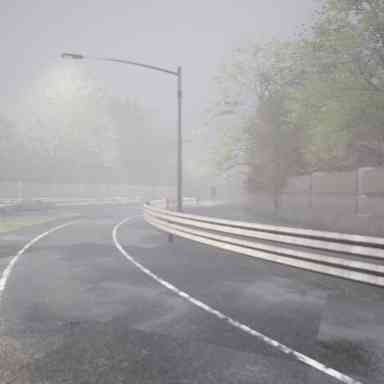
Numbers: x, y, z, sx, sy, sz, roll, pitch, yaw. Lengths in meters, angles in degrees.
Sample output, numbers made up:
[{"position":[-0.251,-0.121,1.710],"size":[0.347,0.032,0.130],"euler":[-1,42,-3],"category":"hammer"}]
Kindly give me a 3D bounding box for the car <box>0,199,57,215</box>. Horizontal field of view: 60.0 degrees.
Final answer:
[{"position":[-16.268,1.420,32.748],"size":[5.357,1.411,2.033],"euler":[0,0,-44],"category":"car"}]
